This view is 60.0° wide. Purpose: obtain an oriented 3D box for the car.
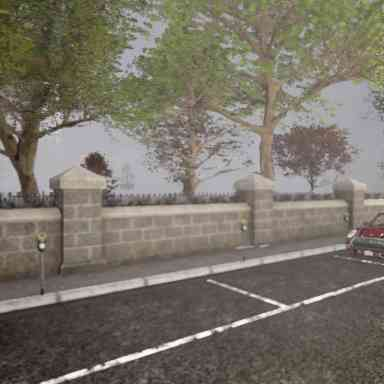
[{"bbox_3d":[7.233,1.420,11.723,4.097,1.590,1.967,0,0,-36],"label":"car"}]
